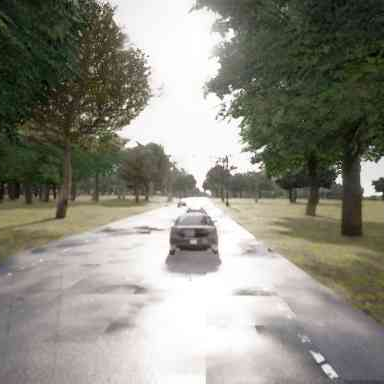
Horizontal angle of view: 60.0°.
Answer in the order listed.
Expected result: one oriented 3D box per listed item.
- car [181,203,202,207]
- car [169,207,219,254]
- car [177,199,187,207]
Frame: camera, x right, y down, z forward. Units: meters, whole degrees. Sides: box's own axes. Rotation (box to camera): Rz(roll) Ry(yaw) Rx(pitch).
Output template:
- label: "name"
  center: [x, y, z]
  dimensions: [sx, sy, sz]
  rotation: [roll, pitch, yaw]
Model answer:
- label: "car"
  center: [0.347, 1.869, 28.499]
  dimensions: [1.994, 1.385, 4.181]
  rotation: [0, -1, 2]
- label: "car"
  center: [0.110, 1.627, 14.226]
  dimensions: [1.882, 1.535, 5.008]
  rotation: [0, 0, 1]
- label: "car"
  center: [-1.966, 2.227, 65.459]
  dimensions: [2.128, 1.511, 4.902]
  rotation: [0, -1, 3]
